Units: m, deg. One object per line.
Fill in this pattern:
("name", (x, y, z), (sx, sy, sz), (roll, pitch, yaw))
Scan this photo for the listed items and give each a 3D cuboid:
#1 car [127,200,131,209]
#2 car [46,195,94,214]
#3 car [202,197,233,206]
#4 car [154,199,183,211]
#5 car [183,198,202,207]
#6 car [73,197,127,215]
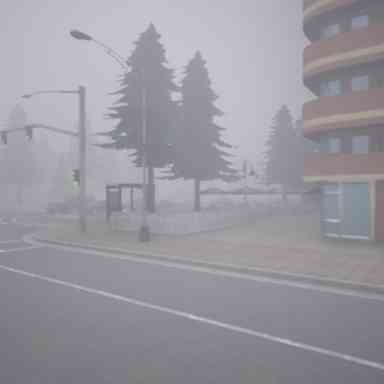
("car", (-7.539, 1.640, 44.082), (1.994, 1.385, 4.181), (0, 0, 38))
("car", (-13.130, 1.301, 36.592), (2.150, 2.045, 5.566), (0, 0, 36))
("car", (4.342, 1.554, 52.014), (4.892, 1.490, 1.837), (0, 0, -38))
("car", (-3.970, 1.608, 43.211), (2.033, 1.411, 5.357), (0, 0, 37))
("car", (-0.161, 1.670, 52.763), (4.718, 1.301, 1.895), (0, 0, -42))
("car", (-9.705, 1.569, 35.331), (1.837, 1.490, 4.892), (0, 0, 36))
